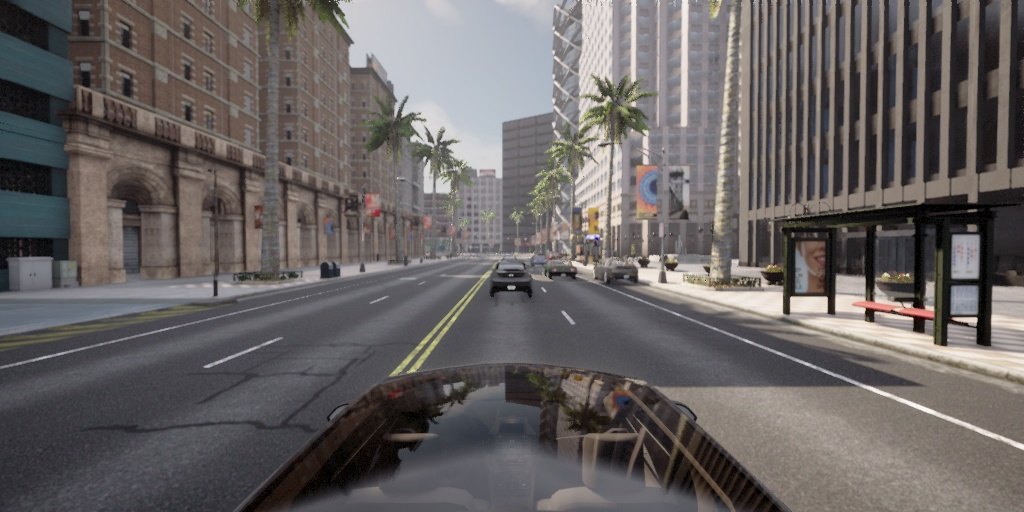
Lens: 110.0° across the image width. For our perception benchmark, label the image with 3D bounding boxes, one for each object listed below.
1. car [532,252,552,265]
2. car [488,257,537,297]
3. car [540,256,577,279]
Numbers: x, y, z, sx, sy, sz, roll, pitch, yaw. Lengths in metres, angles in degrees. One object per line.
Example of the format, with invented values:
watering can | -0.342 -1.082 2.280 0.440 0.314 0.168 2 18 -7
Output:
car | 3.199 0.542 43.668 2.033 1.411 5.357 0 1 -1
car | -0.045 0.982 16.884 1.837 1.490 4.892 0 1 0
car | 3.374 0.915 25.916 1.895 1.301 4.718 0 1 -1
